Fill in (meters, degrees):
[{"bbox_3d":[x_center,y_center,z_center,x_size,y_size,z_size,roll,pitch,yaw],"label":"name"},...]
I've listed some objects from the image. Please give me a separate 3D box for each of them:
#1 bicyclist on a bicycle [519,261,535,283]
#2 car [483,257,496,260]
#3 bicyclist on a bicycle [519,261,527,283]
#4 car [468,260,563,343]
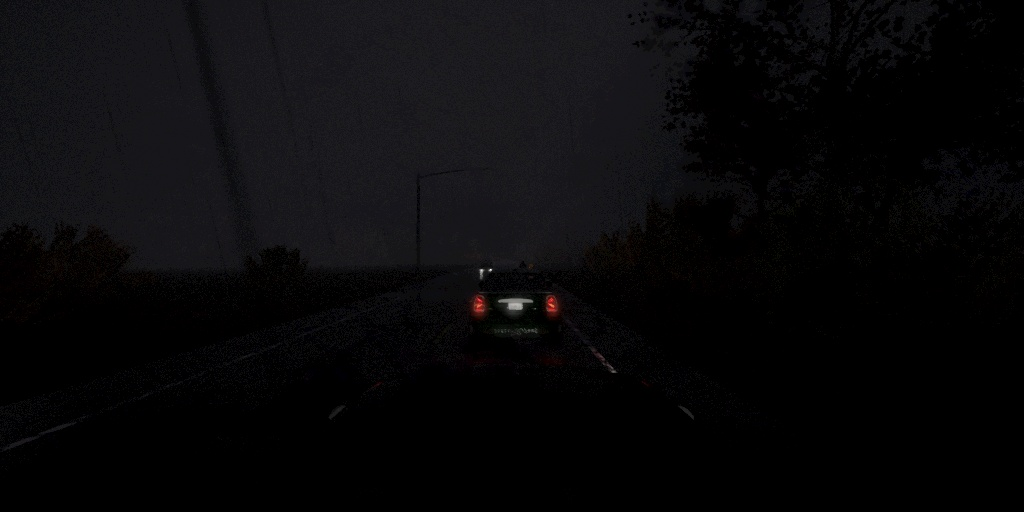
[{"bbox_3d":[0.903,1.181,17.152,0.866,1.612,1.509,0,0,0],"label":"bicyclist on a bicycle"},{"bbox_3d":[-4.023,1.242,56.820,1.837,1.490,4.892,0,0,-1],"label":"car"},{"bbox_3d":[0.839,1.193,27.269,0.582,1.620,1.656,0,0,0],"label":"bicyclist on a bicycle"},{"bbox_3d":[0.072,1.099,9.808,2.097,1.767,4.553,0,0,0],"label":"car"}]
